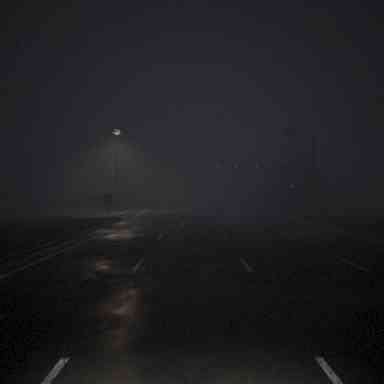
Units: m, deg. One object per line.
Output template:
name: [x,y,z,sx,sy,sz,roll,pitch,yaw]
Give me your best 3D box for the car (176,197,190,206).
car: [-1.843,2.296,74.643,2.128,1.511,4.902,0,-1,0]
